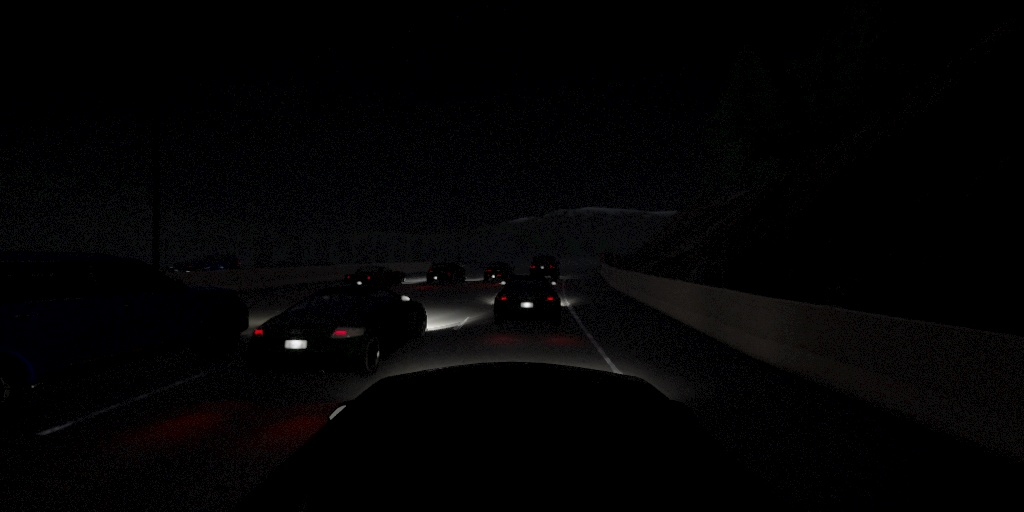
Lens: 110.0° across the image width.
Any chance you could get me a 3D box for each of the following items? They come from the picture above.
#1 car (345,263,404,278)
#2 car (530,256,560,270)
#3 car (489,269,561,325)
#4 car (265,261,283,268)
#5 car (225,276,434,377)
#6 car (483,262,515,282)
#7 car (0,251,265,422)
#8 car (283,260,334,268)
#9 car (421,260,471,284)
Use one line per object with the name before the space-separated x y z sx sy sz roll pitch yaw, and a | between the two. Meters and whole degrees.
car | -8.849 1.330 23.669 1.895 1.301 4.718 0 0 7
car | 2.817 0.982 30.312 2.150 2.045 5.566 0 0 10
car | 0.537 1.316 11.849 1.994 1.385 4.181 0 0 4
car | -24.485 1.237 37.626 2.033 1.411 5.357 0 0 11
car | -3.196 1.306 7.436 1.994 1.385 4.181 0 0 2
car | -0.977 1.255 28.799 1.837 1.490 4.892 0 0 9
car | -6.793 0.954 5.346 2.150 2.045 5.566 0 0 1
car | -20.870 1.192 37.696 2.128 1.511 4.902 0 0 12
car | -4.836 1.245 26.844 1.837 1.490 4.892 0 0 9
